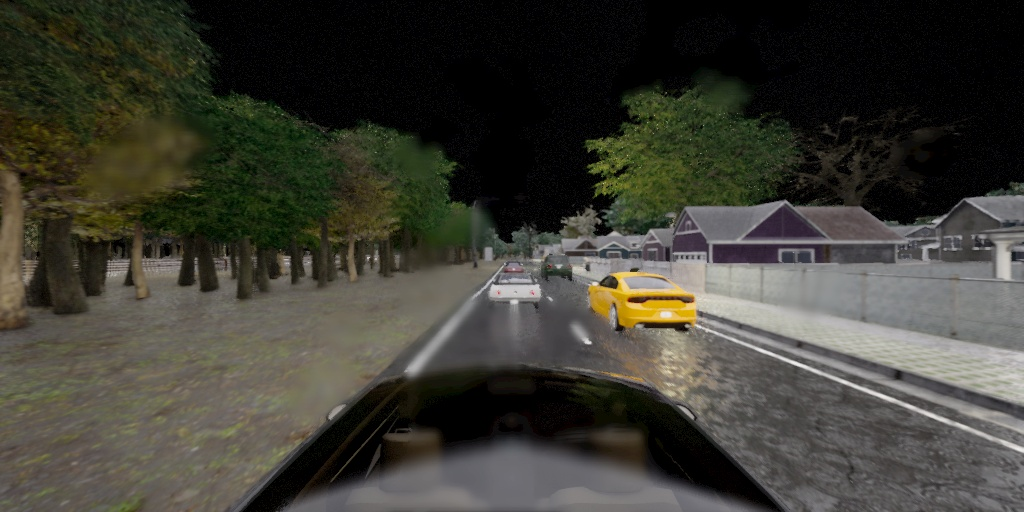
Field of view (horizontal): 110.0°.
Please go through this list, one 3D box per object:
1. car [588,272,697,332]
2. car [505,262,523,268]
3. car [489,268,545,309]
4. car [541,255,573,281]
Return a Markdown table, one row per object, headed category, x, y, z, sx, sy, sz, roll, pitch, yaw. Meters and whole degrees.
| category | x | y | z | sx | sy | sz | roll | pitch | yaw |
| --- | --- | --- | --- | --- | --- | --- | --- | --- | --- |
| car | 3.620 | 1.222 | 10.882 | 1.882 | 1.535 | 5.008 | 0 | 0 | 0 |
| car | 0.186 | 1.291 | 37.669 | 1.994 | 1.385 | 4.181 | 0 | 0 | 0 |
| car | 0.130 | 1.344 | 14.948 | 1.895 | 1.301 | 4.718 | 0 | 0 | 0 |
| car | 3.667 | 0.955 | 30.051 | 2.150 | 2.045 | 5.566 | 0 | 0 | 0 |
